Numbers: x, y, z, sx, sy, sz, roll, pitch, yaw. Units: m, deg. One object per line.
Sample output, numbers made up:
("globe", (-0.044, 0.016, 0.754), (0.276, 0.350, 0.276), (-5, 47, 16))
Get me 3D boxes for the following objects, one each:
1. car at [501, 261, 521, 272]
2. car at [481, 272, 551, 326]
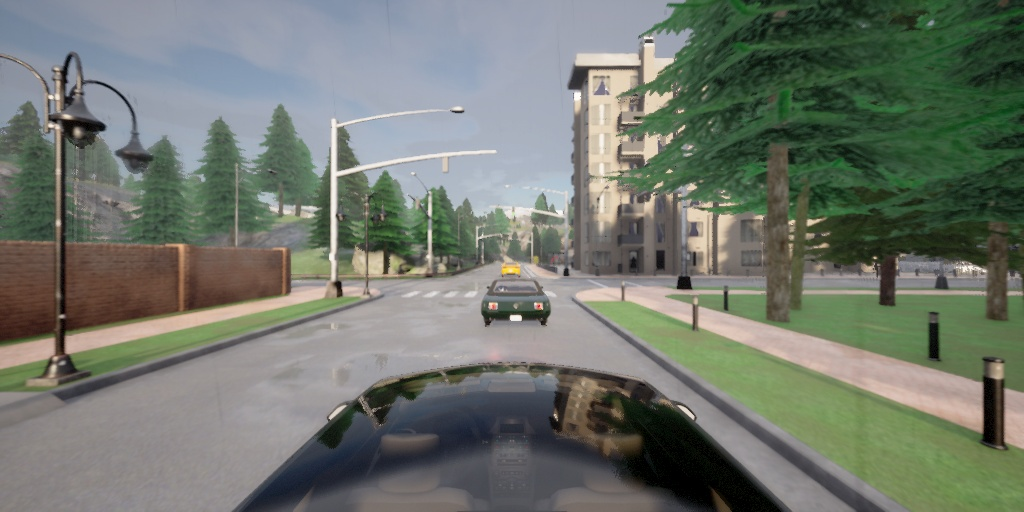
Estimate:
("car", (-0.105, 1.295, 37.792), (1.882, 1.535, 5.008), (0, 0, 0))
("car", (0.101, 1.361, 11.719), (1.895, 1.301, 4.718), (0, 0, 0))
